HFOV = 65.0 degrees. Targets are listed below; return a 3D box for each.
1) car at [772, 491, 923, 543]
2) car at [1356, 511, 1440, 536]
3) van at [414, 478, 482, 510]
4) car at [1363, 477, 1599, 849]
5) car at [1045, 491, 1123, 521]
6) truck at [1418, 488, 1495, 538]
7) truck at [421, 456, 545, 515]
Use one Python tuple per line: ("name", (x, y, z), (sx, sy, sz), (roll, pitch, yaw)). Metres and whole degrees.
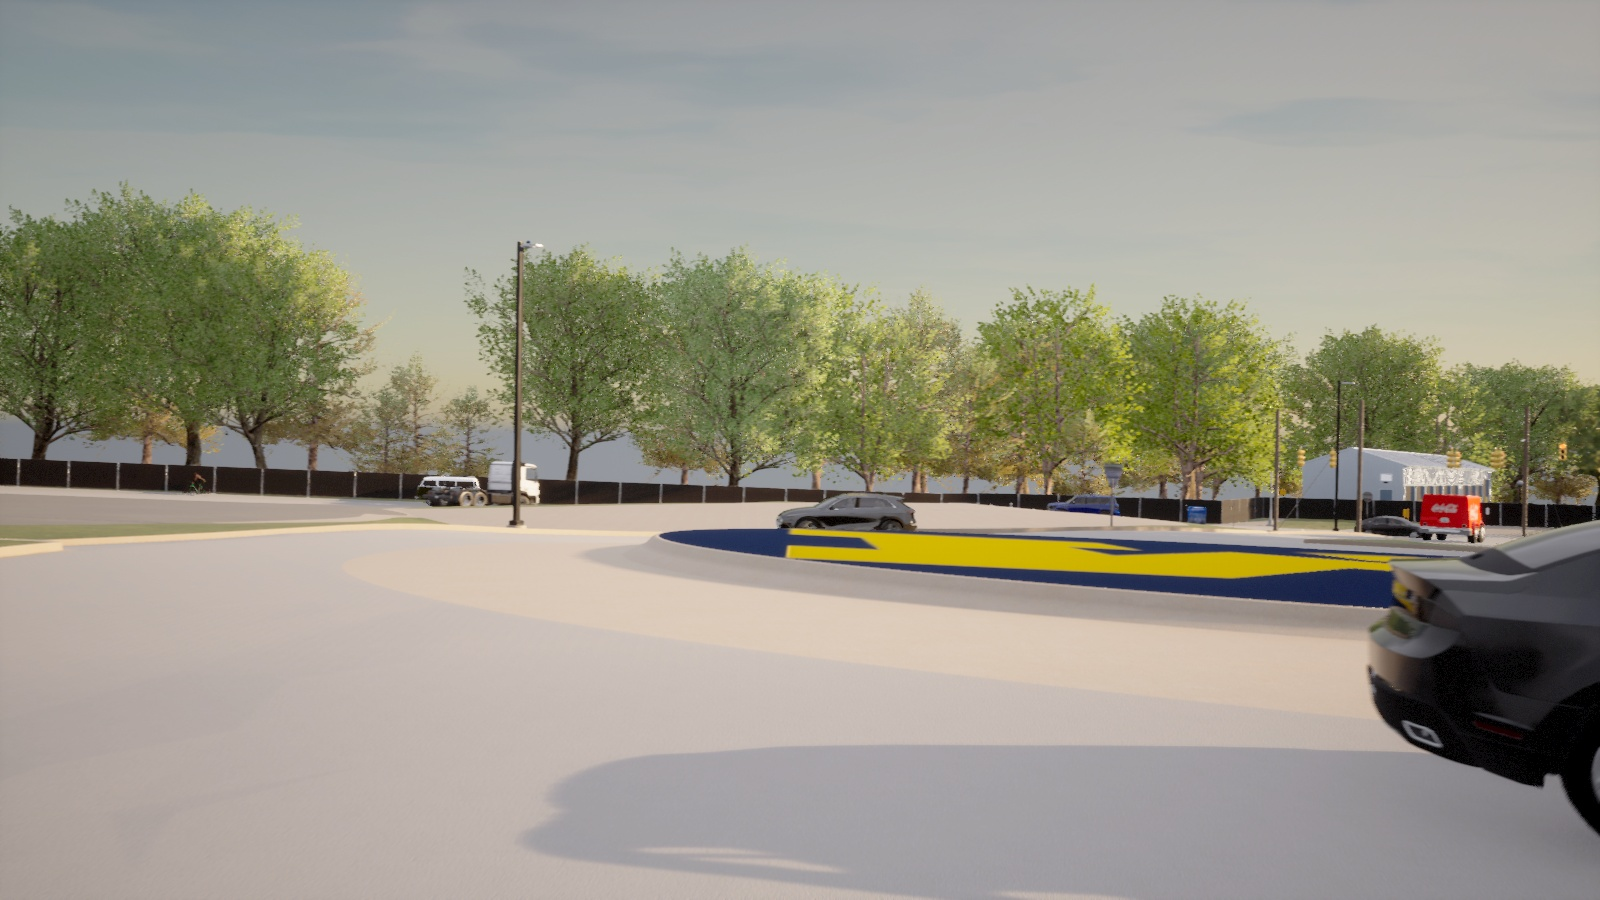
("car", (1.595, 2.283, 43.347), (4.856, 1.649, 2.033), (0, 0, -10))
("car", (40.645, 4.958, 85.401), (4.892, 1.490, 1.837), (-1, 0, 38))
("van", (-24.689, 3.074, 88.248), (4.480, 2.038, 2.069), (2, 0, -15))
("car", (5.306, 1.000, 5.628), (4.892, 1.490, 1.837), (2, 1, 19))
("car", (21.637, 4.263, 95.919), (5.566, 2.045, 2.150), (1, 1, 5))
("truck", (34.732, 3.331, 66.366), (2.627, 2.467, 5.204), (1, -2, 39))
("truck", (-20.899, 2.442, 83.315), (2.891, 3.462, 7.936), (1, -4, 32))
